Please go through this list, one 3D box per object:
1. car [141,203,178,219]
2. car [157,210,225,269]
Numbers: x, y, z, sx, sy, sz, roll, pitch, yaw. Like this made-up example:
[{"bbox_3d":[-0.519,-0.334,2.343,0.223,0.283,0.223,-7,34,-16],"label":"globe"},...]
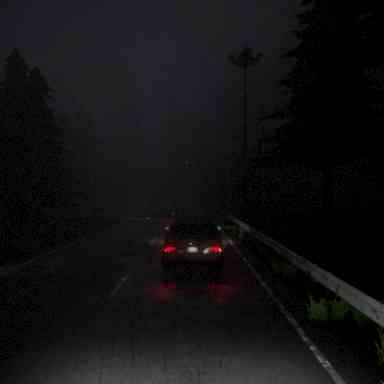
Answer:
[{"bbox_3d":[-2.912,1.775,30.238,1.812,1.442,4.674,3,-4,-34],"label":"car"},{"bbox_3d":[0.042,1.550,11.169,2.033,1.411,5.357,0,0,1],"label":"car"}]
